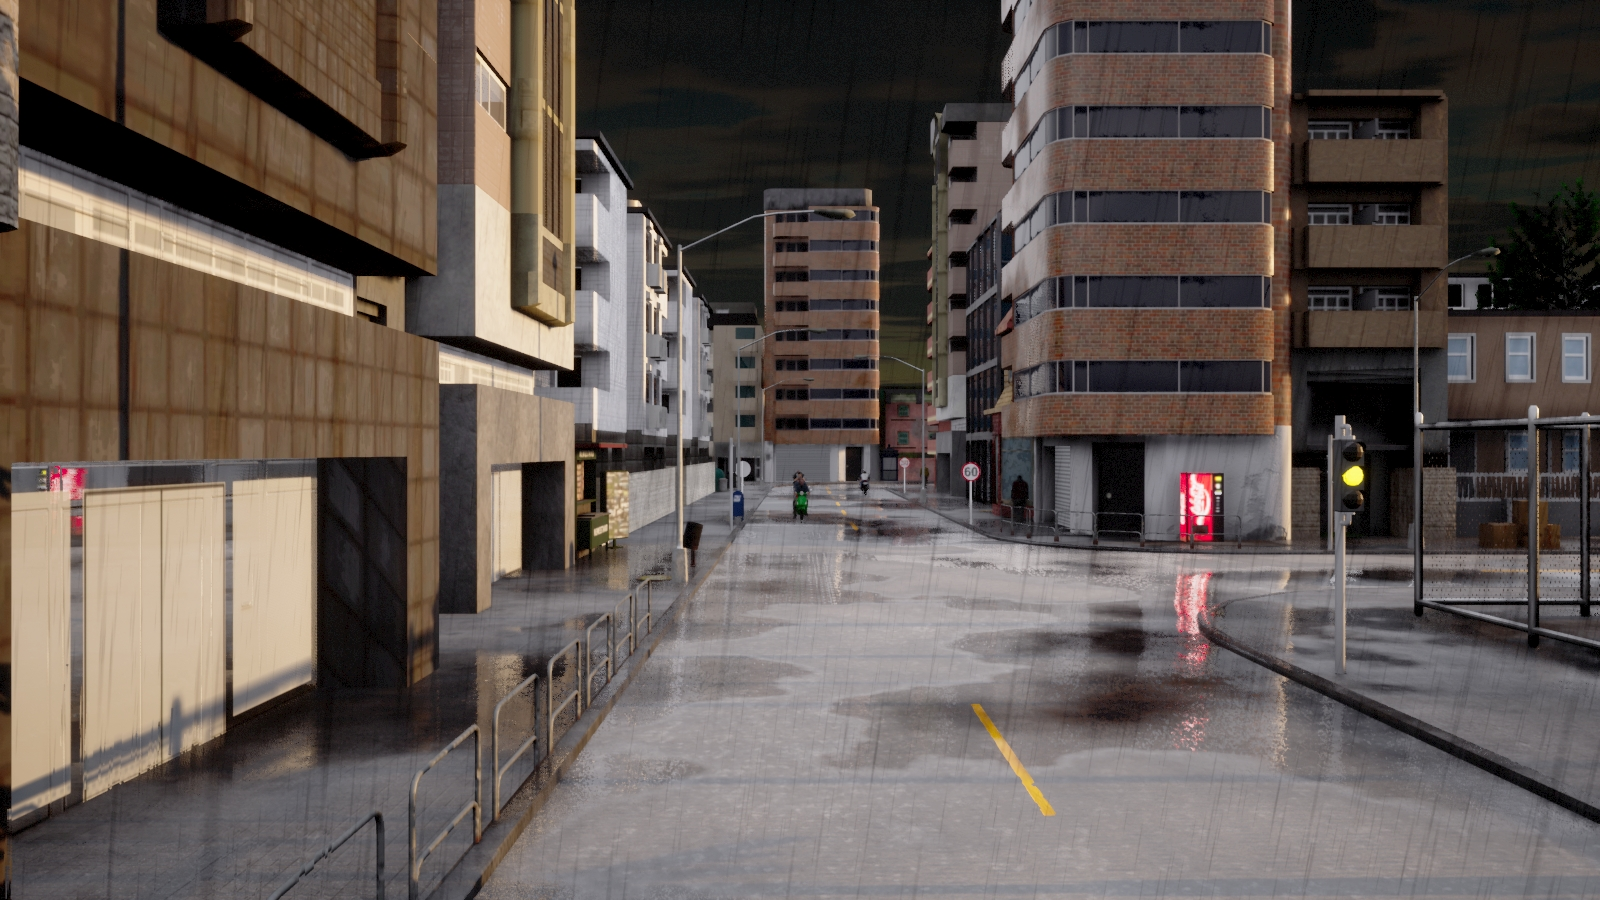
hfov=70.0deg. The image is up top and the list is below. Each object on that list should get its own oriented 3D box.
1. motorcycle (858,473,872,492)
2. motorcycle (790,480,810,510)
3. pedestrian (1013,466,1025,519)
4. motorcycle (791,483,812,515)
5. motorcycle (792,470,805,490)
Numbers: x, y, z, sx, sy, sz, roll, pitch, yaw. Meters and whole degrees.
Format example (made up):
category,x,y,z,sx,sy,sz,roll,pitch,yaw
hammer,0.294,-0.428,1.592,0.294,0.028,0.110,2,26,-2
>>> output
category,x,y,z,sx,sy,sz,roll,pitch,yaw
motorcycle,4.040,2.005,71.303,0.803,1.145,2.033,0,0,0
motorcycle,0.019,1.970,50.389,0.856,1.236,1.805,0,0,0
pedestrian,7.871,1.523,41.055,0.375,1.860,0.375,0,0,4
motorcycle,0.063,1.970,46.521,0.856,1.236,1.805,0,0,0
motorcycle,-0.125,1.997,75.969,0.867,1.251,2.209,0,0,0
